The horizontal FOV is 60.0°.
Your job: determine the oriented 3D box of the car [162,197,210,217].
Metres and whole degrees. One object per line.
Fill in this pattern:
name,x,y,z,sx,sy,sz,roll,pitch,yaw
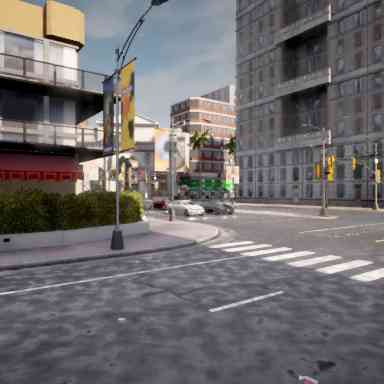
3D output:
car,-0.688,1.526,32.090,1.812,1.442,4.674,0,0,-35

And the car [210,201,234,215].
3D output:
car,2.381,1.564,33.812,1.994,1.385,4.181,0,0,-35

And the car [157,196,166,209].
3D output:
car,-3.391,1.351,42.038,2.097,1.767,4.553,0,0,-35

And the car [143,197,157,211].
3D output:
car,-6.495,1.506,40.293,1.837,1.490,4.892,0,0,-35
